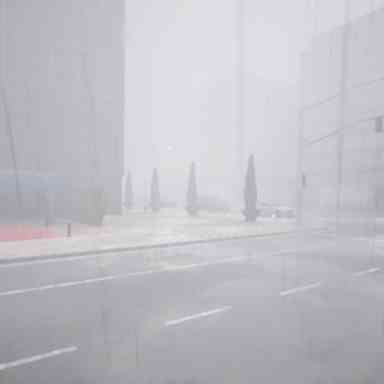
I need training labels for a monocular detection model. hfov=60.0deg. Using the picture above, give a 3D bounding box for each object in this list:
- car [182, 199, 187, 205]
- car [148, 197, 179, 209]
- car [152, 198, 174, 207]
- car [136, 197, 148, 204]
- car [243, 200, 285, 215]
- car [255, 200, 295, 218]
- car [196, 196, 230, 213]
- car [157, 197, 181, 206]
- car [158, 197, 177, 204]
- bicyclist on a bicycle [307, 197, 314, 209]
[{"bbox_3d":[-0.014,1.557,61.973,2.097,1.767,4.553,0,0,-35],"label":"car"},{"bbox_3d":[-4.221,1.744,49.303,1.895,1.301,4.718,0,0,-35],"label":"car"},{"bbox_3d":[-5.023,1.727,56.616,1.994,1.385,4.181,0,0,-35],"label":"car"},{"bbox_3d":[-10.162,1.704,70.227,2.128,1.511,4.902,0,0,-35],"label":"car"},{"bbox_3d":[8.120,1.689,37.689,1.812,1.442,4.674,0,0,-35],"label":"car"},{"bbox_3d":[7.722,1.668,32.145,1.812,1.442,4.674,0,0,-35],"label":"car"},{"bbox_3d":[2.433,1.634,39.740,2.128,1.511,4.902,0,0,-35],"label":"car"},{"bbox_3d":[-4.441,1.732,62.202,2.033,1.411,5.357,0,0,-35],"label":"car"},{"bbox_3d":[-5.146,1.806,69.307,1.895,1.301,4.718,0,0,-35],"label":"car"},{"bbox_3d":[16.582,1.533,46.516,1.656,1.620,0.582,0,0,-35],"label":"bicyclist on a bicycle"}]
